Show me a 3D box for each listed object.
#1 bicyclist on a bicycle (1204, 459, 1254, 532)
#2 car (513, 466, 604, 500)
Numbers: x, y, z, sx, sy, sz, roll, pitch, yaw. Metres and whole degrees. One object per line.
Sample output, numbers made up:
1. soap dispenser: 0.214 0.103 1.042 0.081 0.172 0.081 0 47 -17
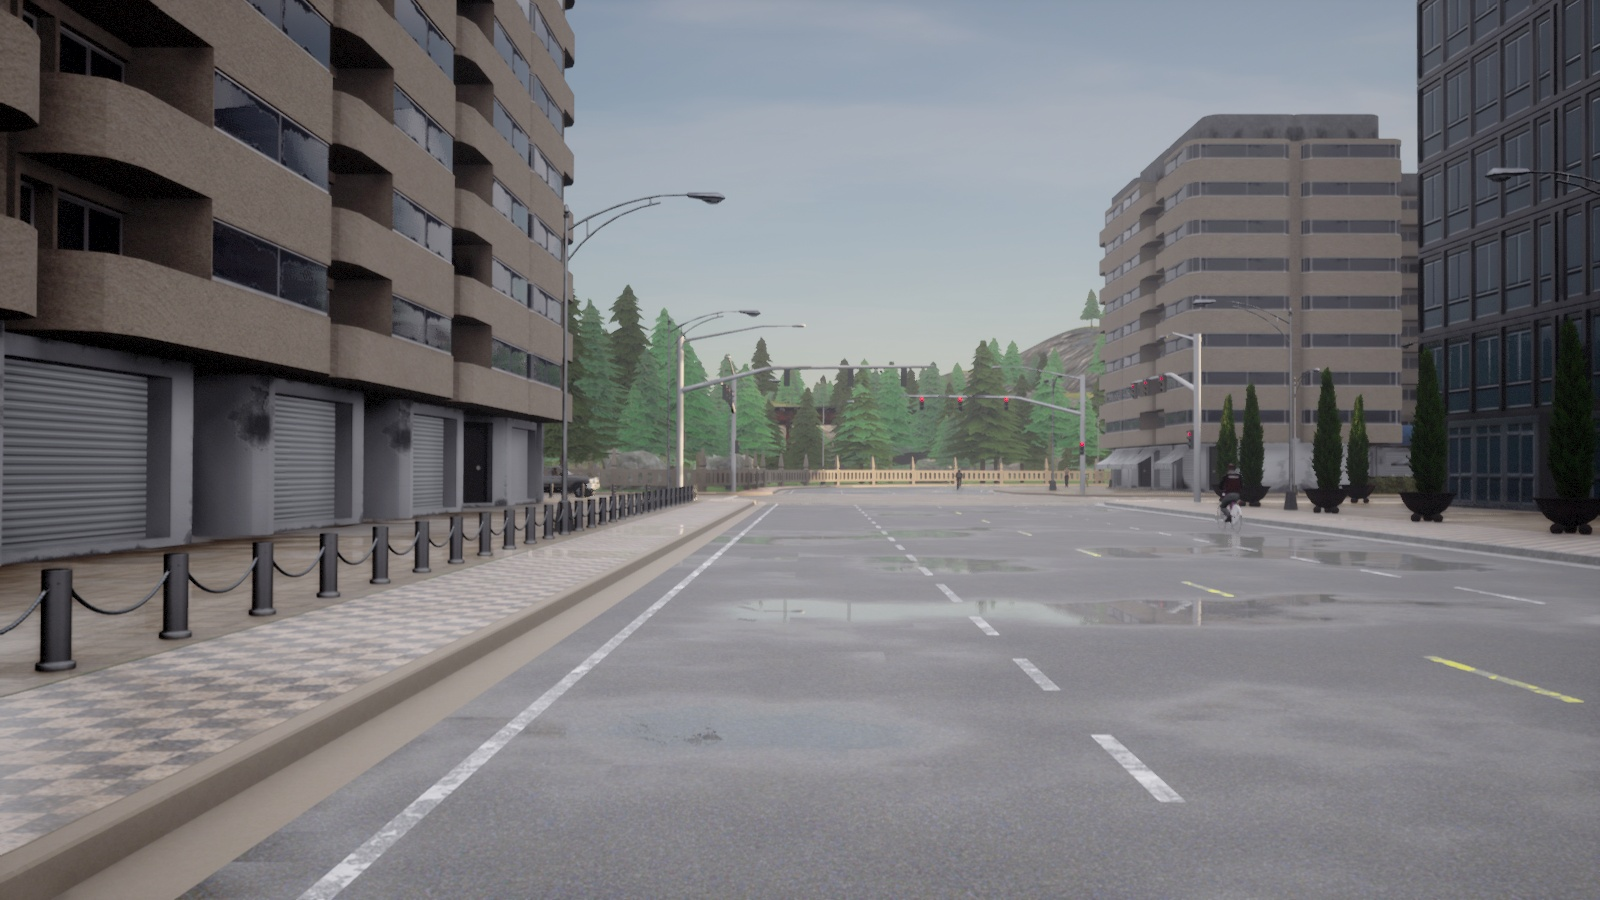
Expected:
1. bicyclist on a bicycle: 10.884 1.134 31.937 0.659 1.776 1.843 0 -1 1
2. car: -13.213 1.803 68.927 4.605 1.855 1.932 0 -1 1
